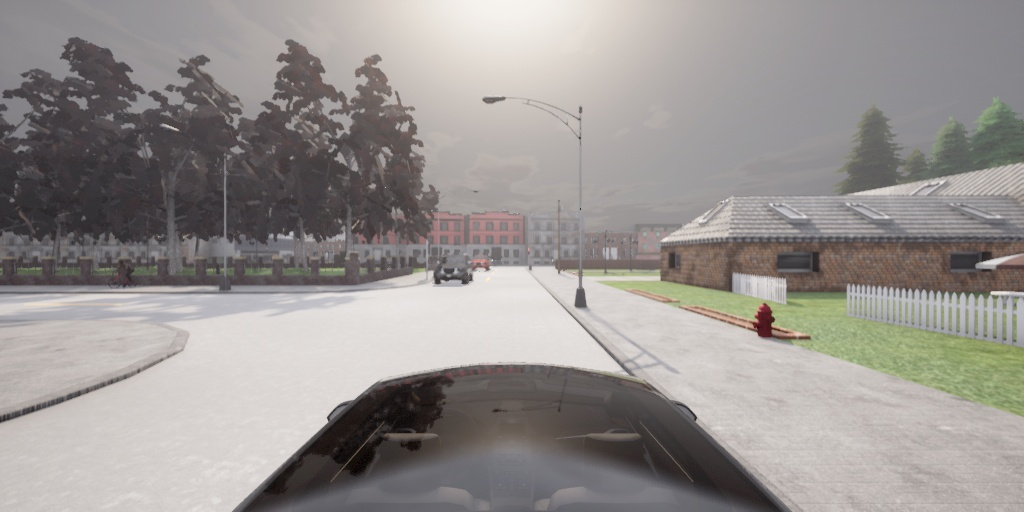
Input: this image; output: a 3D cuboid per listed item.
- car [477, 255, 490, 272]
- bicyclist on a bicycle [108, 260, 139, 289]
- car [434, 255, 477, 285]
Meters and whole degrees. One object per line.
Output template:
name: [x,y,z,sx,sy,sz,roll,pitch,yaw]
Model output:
car: [-4.067,0.918,46.388,2.150,2.045,5.566,0,0,0]
bicyclist on a bicycle: [-22.639,1.075,20.916,0.582,1.620,1.656,0,0,0]
car: [-4.096,0.941,26.026,2.150,2.045,5.566,0,0,0]
